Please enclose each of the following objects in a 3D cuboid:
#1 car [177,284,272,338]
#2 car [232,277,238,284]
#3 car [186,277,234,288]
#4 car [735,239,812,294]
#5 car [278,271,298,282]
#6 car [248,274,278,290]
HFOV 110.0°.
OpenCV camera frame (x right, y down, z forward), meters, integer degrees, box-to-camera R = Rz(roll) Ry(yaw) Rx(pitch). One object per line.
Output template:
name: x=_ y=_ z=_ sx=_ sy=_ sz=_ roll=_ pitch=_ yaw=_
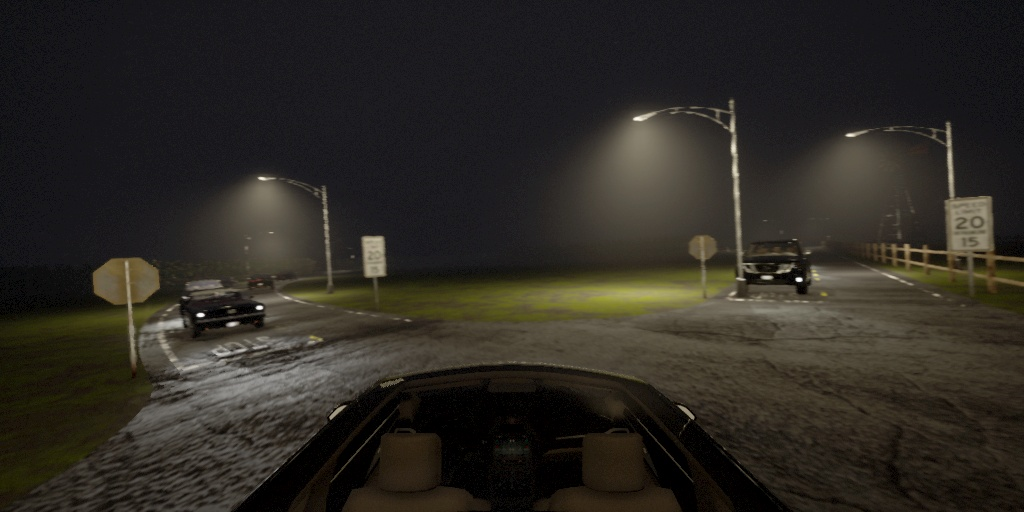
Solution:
car: x=-10.162 y=1.861 z=12.512 sx=4.718 sy=1.301 sz=1.895 roll=-3 pitch=1 yaw=44
car: x=-26.311 y=2.636 z=32.705 sx=2.033 sy=1.411 sz=5.357 roll=-4 pitch=0 yaw=-31
car: x=-17.045 y=2.110 z=19.864 sx=2.128 sy=1.511 sz=4.902 roll=-4 pitch=1 yaw=-40
car: x=11.021 y=0.336 z=15.010 sx=2.150 sy=2.045 sz=5.566 roll=-2 pitch=0 yaw=42
car: x=-31.868 y=2.809 z=50.871 sx=1.882 sy=1.535 sz=5.008 roll=-4 pitch=0 yaw=-20
car: x=-23.241 y=2.378 z=33.335 sx=1.882 sy=1.535 sz=5.008 roll=-4 pitch=1 yaw=-32
